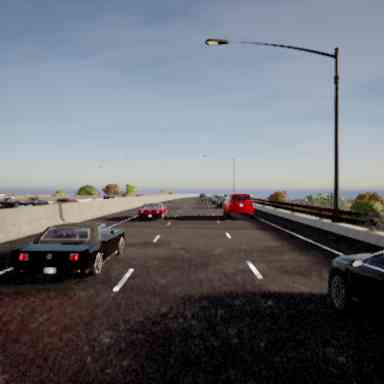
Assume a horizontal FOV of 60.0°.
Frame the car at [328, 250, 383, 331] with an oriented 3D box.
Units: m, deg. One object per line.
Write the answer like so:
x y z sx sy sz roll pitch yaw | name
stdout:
3.616 1.479 4.711 2.128 1.511 4.902 0 0 0 | car

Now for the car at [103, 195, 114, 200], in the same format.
-19.254 1.261 77.289 1.895 1.301 4.718 0 0 3 | car

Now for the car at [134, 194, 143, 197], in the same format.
-12.278 1.233 76.590 1.837 1.490 4.892 0 0 3 | car

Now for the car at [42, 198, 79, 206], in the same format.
-13.703 1.372 35.574 1.882 1.535 5.008 0 0 1 | car

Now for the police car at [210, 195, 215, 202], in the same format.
4.401 1.370 54.947 2.038 1.542 4.974 0 0 2 | police car

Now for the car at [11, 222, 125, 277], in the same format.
-3.360 1.571 10.138 1.895 1.301 4.718 0 0 0 | car

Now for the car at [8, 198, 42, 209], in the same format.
-17.195 1.384 35.917 2.128 1.511 4.902 0 0 1 | car

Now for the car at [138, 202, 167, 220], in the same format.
-3.161 1.521 27.596 1.895 1.301 4.718 0 0 1 | car

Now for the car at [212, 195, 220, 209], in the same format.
4.083 1.480 44.058 1.895 1.301 4.718 0 0 1 | car

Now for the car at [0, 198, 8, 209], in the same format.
-20.674 1.380 36.814 2.128 1.511 4.902 0 0 1 | car

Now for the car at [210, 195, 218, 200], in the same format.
5.774 1.409 87.685 1.812 1.442 4.674 0 0 3 | car

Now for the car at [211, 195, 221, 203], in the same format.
4.789 1.391 65.862 1.812 1.442 4.674 0 0 2 | car

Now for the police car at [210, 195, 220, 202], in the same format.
5.247 1.377 76.775 2.038 1.542 4.974 0 0 3 | police car

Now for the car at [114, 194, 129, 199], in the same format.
-15.774 1.256 76.748 2.128 1.511 4.902 0 0 3 | car

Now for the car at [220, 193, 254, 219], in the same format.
3.851 1.138 28.286 2.150 2.045 5.566 0 0 1 | car
